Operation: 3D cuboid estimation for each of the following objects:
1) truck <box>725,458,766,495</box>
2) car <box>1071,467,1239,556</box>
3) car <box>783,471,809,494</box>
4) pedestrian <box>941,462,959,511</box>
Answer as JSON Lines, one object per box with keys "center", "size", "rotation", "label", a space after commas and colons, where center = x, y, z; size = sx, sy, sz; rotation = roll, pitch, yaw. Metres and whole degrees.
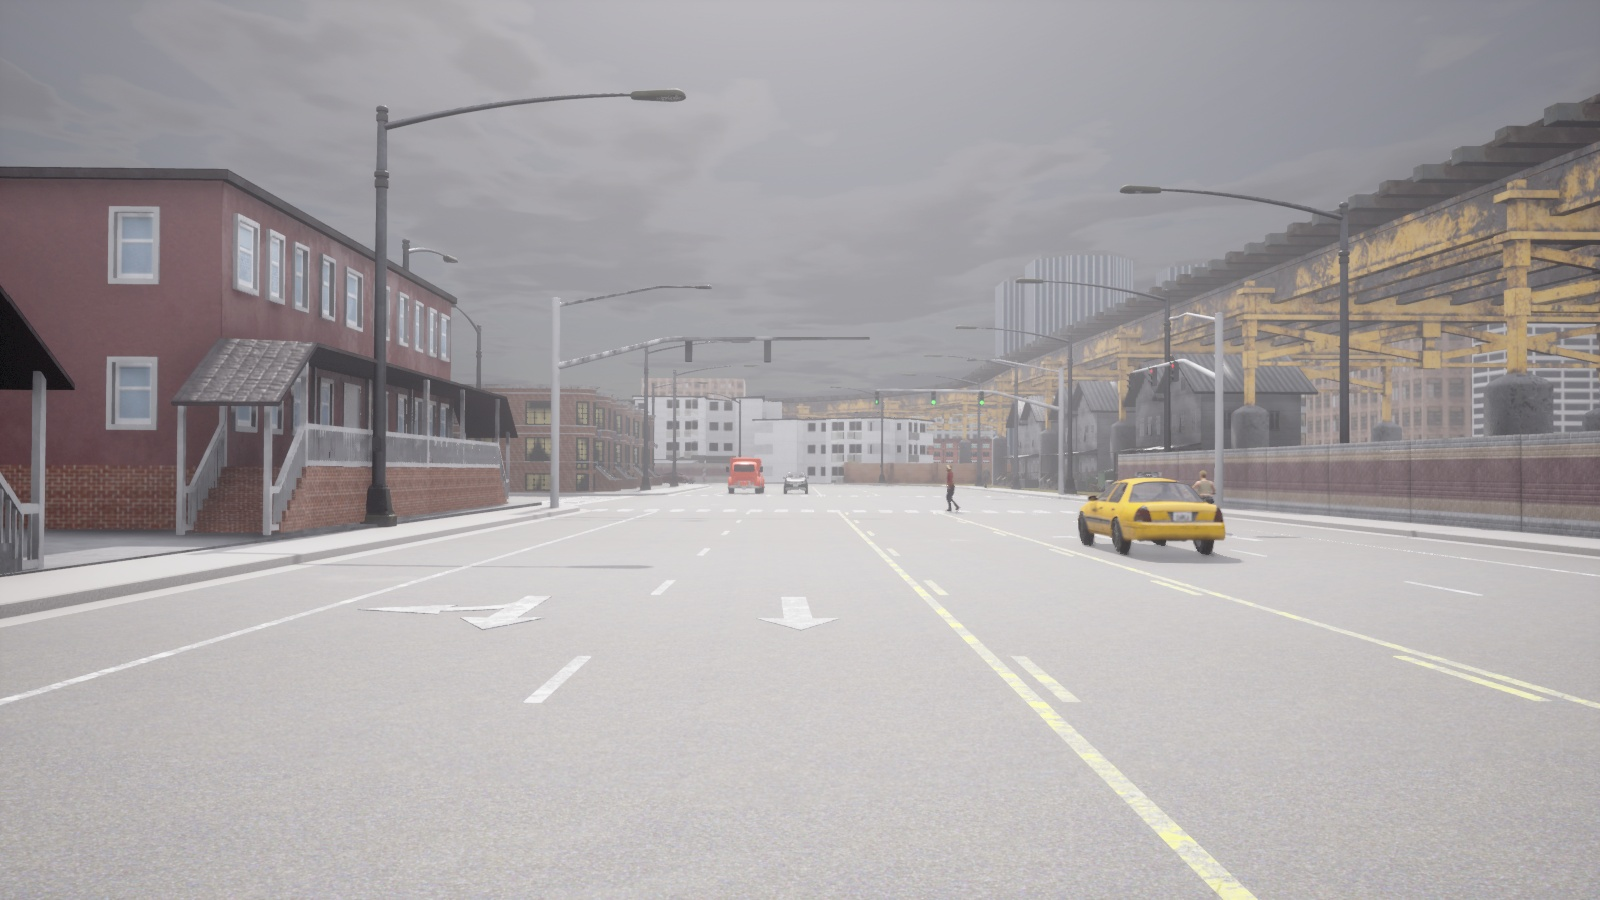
{"center": [-3.769, 1.805, 87.320], "size": [2.627, 2.467, 5.204], "rotation": [0, -1, 0], "label": "truck"}
{"center": [6.922, 1.147, 25.122], "size": [1.801, 1.575, 5.366], "rotation": [0, -1, 0], "label": "car"}
{"center": [-0.259, 2.240, 86.340], "size": [1.789, 1.549, 3.705], "rotation": [0, -1, 0], "label": "car"}
{"center": [5.726, 1.379, 47.883], "size": [0.636, 1.846, 0.331], "rotation": [0, -1, 8], "label": "pedestrian"}
